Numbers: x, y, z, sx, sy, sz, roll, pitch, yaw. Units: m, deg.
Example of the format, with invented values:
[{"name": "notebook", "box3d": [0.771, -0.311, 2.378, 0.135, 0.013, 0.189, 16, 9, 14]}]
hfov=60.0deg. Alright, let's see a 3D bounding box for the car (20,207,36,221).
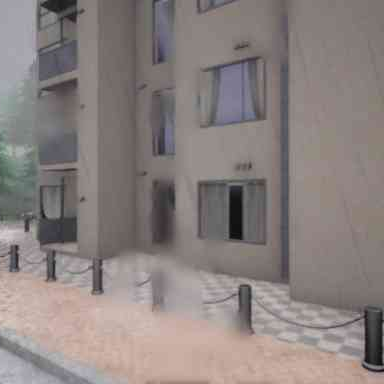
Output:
[{"name": "car", "box3d": [-11.938, 1.606, 28.108, 1.837, 1.490, 4.892, 0, 0, 35]}]
